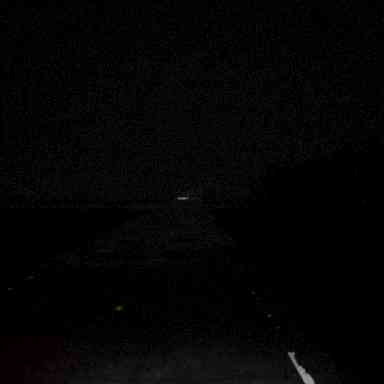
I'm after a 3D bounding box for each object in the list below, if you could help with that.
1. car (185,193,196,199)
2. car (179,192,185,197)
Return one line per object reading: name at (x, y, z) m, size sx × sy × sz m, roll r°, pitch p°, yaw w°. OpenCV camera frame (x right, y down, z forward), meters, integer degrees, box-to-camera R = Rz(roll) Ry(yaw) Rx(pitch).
car at (-0.036, 1.007, 88.255) m, size 2.128 × 1.511 × 4.902 m, roll 0°, pitch 0°, yaw 0°
car at (-2.789, 0.642, 95.360) m, size 1.994 × 1.385 × 4.181 m, roll 0°, pitch 0°, yaw 0°
